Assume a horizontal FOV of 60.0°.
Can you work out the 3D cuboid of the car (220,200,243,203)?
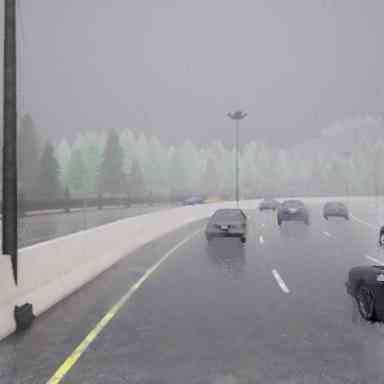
[{"bbox_3d":[6.519,1.390,49.655,2.097,1.767,4.553,0,0,30],"label":"car"}]

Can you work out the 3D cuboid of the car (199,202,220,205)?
[{"bbox_3d":[3.336,1.512,51.125,1.882,1.535,5.008,0,0,29],"label":"car"}]

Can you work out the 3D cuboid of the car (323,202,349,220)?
[{"bbox_3d":[12.471,1.570,28.948,2.033,1.411,5.357,0,0,20],"label":"car"}]

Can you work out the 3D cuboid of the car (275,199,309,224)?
[{"bbox_3d":[7.553,1.370,24.957,2.097,1.767,4.553,0,0,16],"label":"car"}]

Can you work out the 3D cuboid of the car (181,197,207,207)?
[{"bbox_3d":[0.372,1.516,53.002,1.882,1.535,5.008,0,0,30],"label":"car"}]

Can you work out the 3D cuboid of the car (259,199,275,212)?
[{"bbox_3d":[9.477,1.574,39.843,2.033,1.411,5.357,0,0,27],"label":"car"}]

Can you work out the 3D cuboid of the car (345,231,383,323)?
[{"bbox_3d":[3.808,1.552,4.112,2.033,1.411,5.357,0,0,4],"label":"car"}]

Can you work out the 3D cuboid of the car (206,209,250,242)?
[{"bbox_3d":[1.865,1.558,16.681,2.033,1.411,5.357,0,0,11],"label":"car"}]

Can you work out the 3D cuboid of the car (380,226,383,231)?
[{"bbox_3d":[8.067,1.487,11.066,1.882,1.535,5.008,0,0,8],"label":"car"}]
